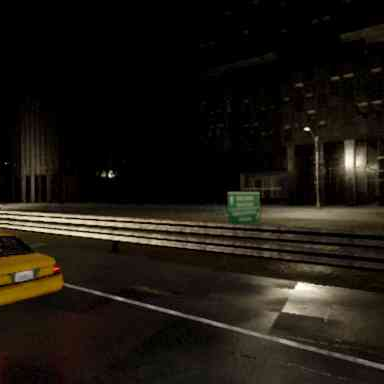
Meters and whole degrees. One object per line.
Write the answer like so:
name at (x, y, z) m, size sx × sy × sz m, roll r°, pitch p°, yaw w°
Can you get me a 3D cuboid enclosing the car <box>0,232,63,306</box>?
car at (-5.116, 1.523, 7.534) m, size 5.366 × 1.575 × 1.801 m, roll -1°, pitch 0°, yaw 36°
